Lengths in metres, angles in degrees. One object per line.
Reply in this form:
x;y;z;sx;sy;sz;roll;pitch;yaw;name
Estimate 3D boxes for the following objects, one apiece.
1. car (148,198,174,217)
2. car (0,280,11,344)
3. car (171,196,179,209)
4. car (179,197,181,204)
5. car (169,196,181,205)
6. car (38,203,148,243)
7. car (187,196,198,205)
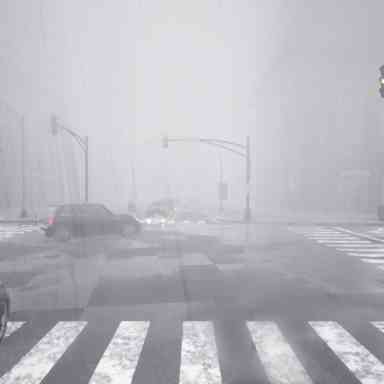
-3.121;1.541;31.269;2.033;1.411;5.357;0;0;0;car
-3.342;1.563;3.350;1.994;1.385;4.181;0;0;-15;car
-3.125;1.539;41.342;2.033;1.411;5.357;0;0;0;car
-3.112;1.554;51.425;1.994;1.385;4.181;0;0;1;car
-3.064;1.467;61.917;1.882;1.535;5.008;0;0;1;car
-4.766;1.294;15.900;4.553;1.767;2.097;0;0;-35;car
0.079;1.552;60.453;1.994;1.385;4.181;0;0;0;car
